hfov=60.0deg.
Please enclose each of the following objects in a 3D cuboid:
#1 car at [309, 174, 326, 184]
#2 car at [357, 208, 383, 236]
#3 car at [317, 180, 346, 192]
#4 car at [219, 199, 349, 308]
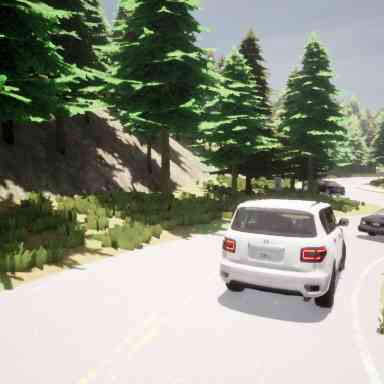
[{"bbox_3d":[22.063,-2.333,58.230,1.882,1.535,5.008,3,6,31],"label":"car"},{"bbox_3d":[10.132,1.410,15.807,5.357,1.411,2.033,-1,5,-32],"label":"car"},{"bbox_3d":[16.075,-0.561,38.908,1.882,1.535,5.008,-1,5,-2],"label":"car"},{"bbox_3d":[2.551,1.198,8.360,2.150,2.045,5.566,3,2,27],"label":"car"}]
